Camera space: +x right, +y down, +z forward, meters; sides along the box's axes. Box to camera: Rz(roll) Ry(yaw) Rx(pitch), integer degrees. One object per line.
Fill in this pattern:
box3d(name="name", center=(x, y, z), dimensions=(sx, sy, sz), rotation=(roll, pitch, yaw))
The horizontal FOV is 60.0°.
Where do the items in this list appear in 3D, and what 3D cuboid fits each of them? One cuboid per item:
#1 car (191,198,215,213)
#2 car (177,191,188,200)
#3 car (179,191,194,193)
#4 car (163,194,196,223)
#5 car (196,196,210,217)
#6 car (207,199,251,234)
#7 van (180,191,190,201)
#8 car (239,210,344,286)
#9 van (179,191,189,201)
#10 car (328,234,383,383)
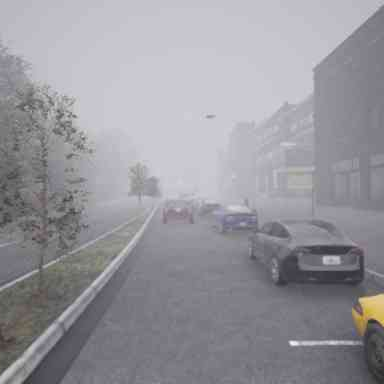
box3d(name="car", center=(1.111, 1.379, 35.440), dimensions=(2.002, 1.452, 4.674), rotation=(0, 0, -4))
box3d(name="car", center=(-2.241, 0.754, 79.712), dimensions=(2.435, 2.045, 5.566), rotation=(0, 1, -4))
box3d(name="car", center=(-0.565, 0.944, 57.591), dimensions=(2.435, 2.045, 5.566), rotation=(0, 0, -4))
box3d(name="car", center=(-1.058, 1.262, 24.666), dimensions=(2.097, 1.767, 4.553), rotation=(0, 0, -4))
box3d(name="car", center=(1.530, 1.369, 29.905), dimensions=(2.231, 1.521, 4.892), rotation=(0, 0, -4))
box3d(name="car", center=(2.359, 1.418, 18.943), dimensions=(2.097, 1.535, 5.008), rotation=(0, 0, -4))
box3d(name="van", center=(-1.410, 0.880, 68.739), dimensions=(1.878, 1.987, 4.442), rotation=(0, 0, -4))
box3d(name="car", center=(2.895, 1.482, 9.360), dimensions=(2.163, 1.488, 4.792), rotation=(0, 0, -1))
box3d(name="van", center=(-1.828, 0.830, 74.270), dimensions=(1.878, 1.987, 4.442), rotation=(0, 1, -4))
box3d(name="car", center=(3.057, 1.469, 2.321), dimensions=(1.946, 1.575, 5.366), rotation=(0, 0, 0))
